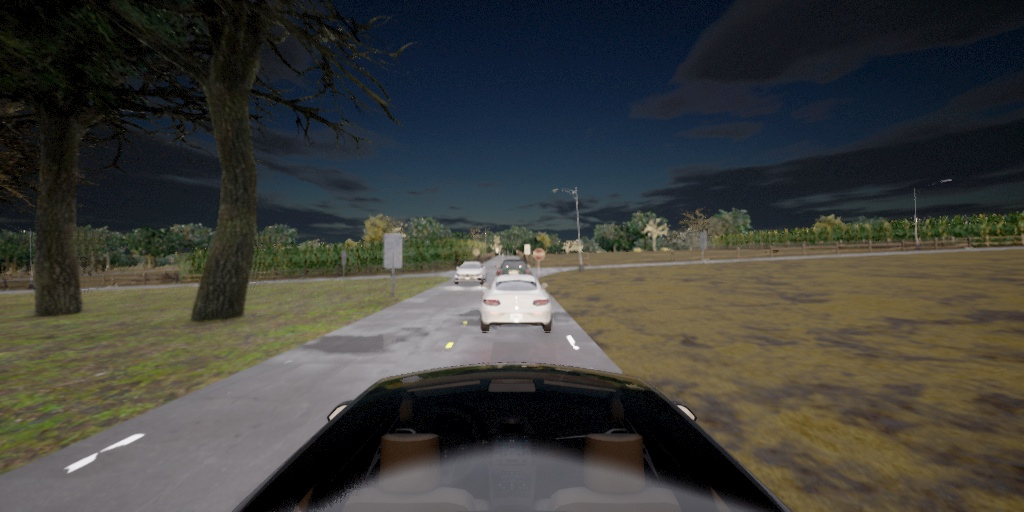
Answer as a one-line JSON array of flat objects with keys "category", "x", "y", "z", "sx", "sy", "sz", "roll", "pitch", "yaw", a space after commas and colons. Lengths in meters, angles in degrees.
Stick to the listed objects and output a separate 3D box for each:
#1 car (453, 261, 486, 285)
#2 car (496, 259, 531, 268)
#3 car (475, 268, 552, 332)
[{"category": "car", "x": -2.751, "y": 1.102, "z": 24.612, "sx": 1.812, "sy": 1.442, "sz": 4.674, "roll": 0, "pitch": 1, "yaw": 0}, {"category": "car", "x": 0.106, "y": 0.957, "z": 22.094, "sx": 2.097, "sy": 1.767, "sz": 4.553, "roll": 0, "pitch": 1, "yaw": 0}, {"category": "car", "x": 0.104, "y": 1.227, "z": 10.554, "sx": 1.812, "sy": 1.442, "sz": 4.674, "roll": 0, "pitch": 0, "yaw": 0}]
